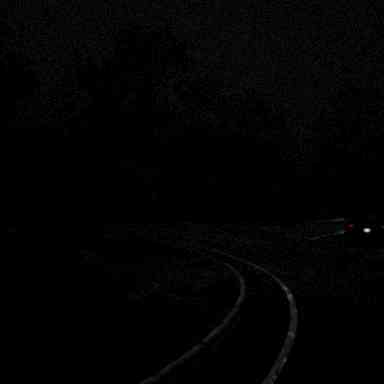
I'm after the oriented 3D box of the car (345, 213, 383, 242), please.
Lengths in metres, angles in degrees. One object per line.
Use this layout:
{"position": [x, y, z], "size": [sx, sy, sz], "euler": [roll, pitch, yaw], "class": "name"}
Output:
{"position": [8.915, 1.714, 16.575], "size": [1.994, 1.385, 4.181], "euler": [-1, -1, 32], "class": "car"}
